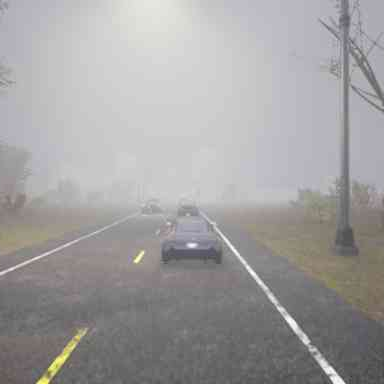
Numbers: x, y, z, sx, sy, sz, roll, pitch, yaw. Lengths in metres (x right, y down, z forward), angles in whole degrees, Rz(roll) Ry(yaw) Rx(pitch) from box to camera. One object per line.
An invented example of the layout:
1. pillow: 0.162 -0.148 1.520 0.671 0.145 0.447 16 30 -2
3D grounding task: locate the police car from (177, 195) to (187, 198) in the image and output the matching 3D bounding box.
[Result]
1. police car: -2.033 1.499 77.865 1.930 1.638 5.238 0 0 -4

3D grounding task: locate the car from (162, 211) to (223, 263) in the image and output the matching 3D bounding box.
1. car: -0.014 1.589 12.096 1.994 1.385 4.181 0 0 -1

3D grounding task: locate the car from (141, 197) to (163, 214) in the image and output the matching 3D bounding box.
1. car: -4.331 1.416 36.611 2.097 1.767 4.553 0 0 -2

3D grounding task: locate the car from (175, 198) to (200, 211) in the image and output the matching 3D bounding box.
1. car: -0.380 1.557 28.961 1.837 1.490 4.892 0 0 -2

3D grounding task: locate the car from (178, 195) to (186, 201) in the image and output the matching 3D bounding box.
1. car: -2.719 1.524 87.922 1.801 1.575 5.366 0 0 -4

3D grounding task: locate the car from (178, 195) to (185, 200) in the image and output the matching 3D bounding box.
1. car: -3.115 1.591 93.718 1.812 1.442 4.674 0 0 -4
